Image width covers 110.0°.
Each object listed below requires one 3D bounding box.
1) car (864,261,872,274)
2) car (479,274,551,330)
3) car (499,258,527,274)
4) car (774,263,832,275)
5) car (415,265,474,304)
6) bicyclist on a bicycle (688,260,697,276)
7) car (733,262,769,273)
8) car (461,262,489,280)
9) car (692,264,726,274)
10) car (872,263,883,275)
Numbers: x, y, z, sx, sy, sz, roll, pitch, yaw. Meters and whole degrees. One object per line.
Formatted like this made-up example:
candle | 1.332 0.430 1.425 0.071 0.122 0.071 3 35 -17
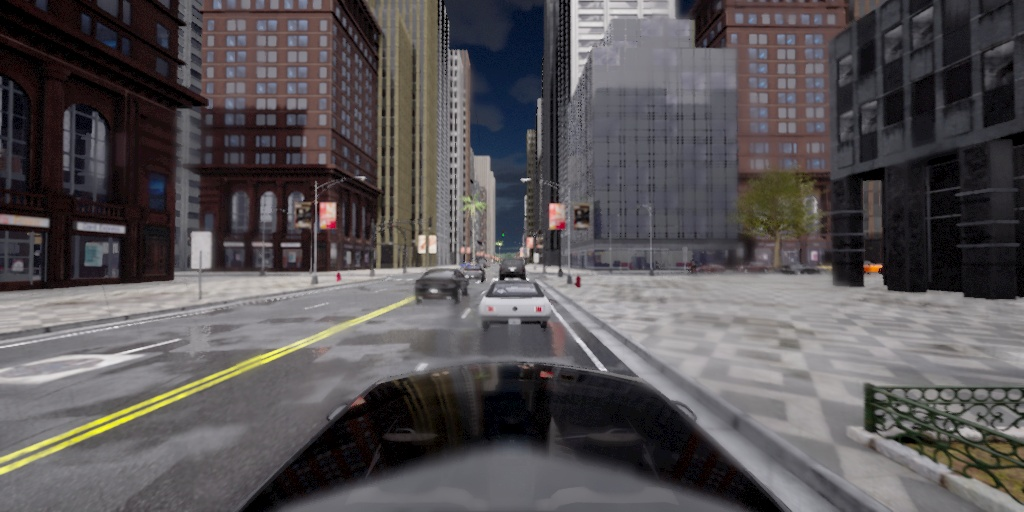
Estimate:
car | 41.520 1.316 42.481 4.553 1.767 2.097 0 -1 0
car | 0.085 1.411 11.420 1.895 1.301 4.718 0 0 0
car | 0.104 1.205 30.411 2.150 2.045 5.566 0 -1 2
car | 32.179 1.502 39.677 4.313 1.339 1.948 0 0 -1
car | -3.172 1.333 17.089 1.882 1.535 5.008 0 -1 0
bicyclist on a bicycle | 18.346 1.223 36.495 0.582 1.620 1.656 0 -1 -1
car | 32.040 1.533 48.200 4.097 1.591 1.967 0 0 -1
car | -3.311 1.486 31.440 2.128 1.511 4.902 0 -1 -3
car | 26.402 1.691 48.105 4.207 1.307 1.802 0 0 -1
car | 43.455 1.457 39.868 4.507 1.381 1.888 0 0 -1
